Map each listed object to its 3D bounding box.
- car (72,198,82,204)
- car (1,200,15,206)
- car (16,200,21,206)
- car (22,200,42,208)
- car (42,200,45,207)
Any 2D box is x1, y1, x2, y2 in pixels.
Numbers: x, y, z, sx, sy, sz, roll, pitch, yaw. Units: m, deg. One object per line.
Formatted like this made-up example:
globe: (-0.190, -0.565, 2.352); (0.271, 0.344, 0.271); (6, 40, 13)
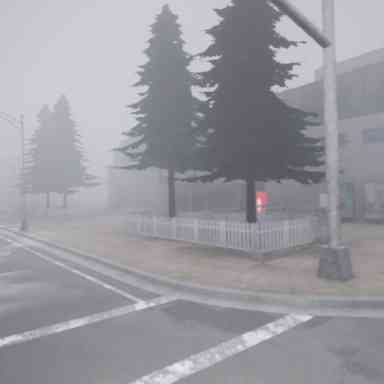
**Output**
car: (-29.659, 2.345, 85.764); (1.845, 1.501, 3.633); (-1, 0, -39)
car: (-46.127, 2.794, 82.420); (2.007, 1.523, 4.514); (-1, 0, -39)
car: (-43.703, 2.726, 84.411); (2.152, 1.636, 5.027); (-1, 0, -39)
car: (-29.941, 2.344, 62.034); (1.845, 1.501, 3.633); (-1, 0, -39)
car: (-32.218, 2.435, 69.699); (1.970, 1.475, 3.806); (-1, 0, -39)
